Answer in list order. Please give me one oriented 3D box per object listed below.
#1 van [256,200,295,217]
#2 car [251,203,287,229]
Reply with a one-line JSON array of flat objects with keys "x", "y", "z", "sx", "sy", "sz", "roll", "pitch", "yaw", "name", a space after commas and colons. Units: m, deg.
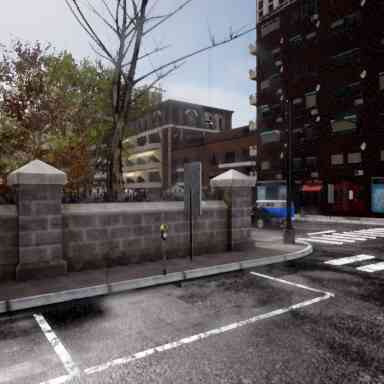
[{"x": 7.317, "y": 1.643, "z": 30.201, "sx": 1.690, "sy": 1.788, "sz": 3.998, "roll": -1, "pitch": 0, "yaw": -36, "name": "van"}, {"x": 4.497, "y": 1.774, "z": 24.237, "sx": 1.837, "sy": 1.490, "sz": 4.892, "roll": 0, "pitch": -1, "yaw": -36, "name": "car"}]
